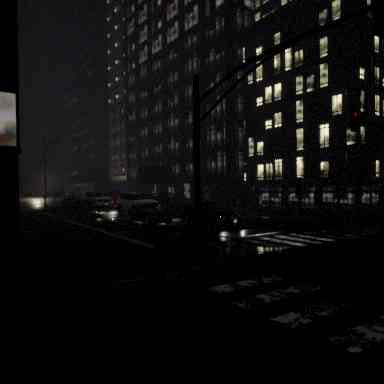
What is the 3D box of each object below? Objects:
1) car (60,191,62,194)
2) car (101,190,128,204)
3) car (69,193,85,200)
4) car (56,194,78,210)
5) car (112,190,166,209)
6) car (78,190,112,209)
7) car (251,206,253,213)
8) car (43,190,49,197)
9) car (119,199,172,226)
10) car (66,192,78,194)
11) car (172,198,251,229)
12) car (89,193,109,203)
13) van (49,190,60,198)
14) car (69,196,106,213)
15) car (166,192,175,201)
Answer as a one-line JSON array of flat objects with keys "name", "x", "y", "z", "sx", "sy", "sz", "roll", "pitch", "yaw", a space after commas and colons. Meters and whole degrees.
[{"name": "car", "x": -26.049, "y": 0.733, "z": 70.705, "sx": 1.967, "sy": 1.590, "sz": 4.097, "roll": -1, "pitch": 1, "yaw": -35}, {"name": "car", "x": -12.021, "y": 0.733, "z": 51.035, "sx": 2.150, "sy": 2.045, "sz": 5.566, "roll": -1, "pitch": 1, "yaw": -35}, {"name": "car", "x": -22.851, "y": 0.889, "z": 66.058, "sx": 1.887, "sy": 1.381, "sz": 4.507, "roll": -1, "pitch": 1, "yaw": -35}, {"name": "car", "x": -13.741, "y": 1.289, "z": 38.040, "sx": 2.008, "sy": 1.369, "sz": 4.403, "roll": -1, "pitch": 1, "yaw": -35}, {"name": "car", "x": -4.867, "y": 1.021, "z": 29.692, "sx": 2.150, "sy": 2.045, "sz": 5.566, "roll": -1, "pitch": 1, "yaw": -35}, {"name": "car", "x": -10.931, "y": 0.927, "z": 38.526, "sx": 2.150, "sy": 2.045, "sz": 5.566, "roll": -1, "pitch": 1, "yaw": -35}, {"name": "car", "x": 3.080, "y": 1.278, "z": 28.311, "sx": 1.752, "sy": 1.417, "sz": 4.829, "roll": -1, "pitch": 1, "yaw": -35}, {"name": "car", "x": -35.643, "y": 0.688, "z": 84.647, "sx": 2.008, "sy": 1.369, "sz": 4.403, "roll": -1, "pitch": 1, "yaw": -35}, {"name": "car", "x": -2.920, "y": 1.455, "z": 22.366, "sx": 2.008, "sy": 1.369, "sz": 4.403, "roll": -1, "pitch": 1, "yaw": -35}, {"name": "car", "x": -19.322, "y": 1.082, "z": 56.175, "sx": 1.895, "sy": 1.301, "sz": 4.718, "roll": -1, "pitch": 1, "yaw": -35}, {"name": "car", "x": 1.089, "y": 1.382, "z": 21.042, "sx": 2.128, "sy": 1.511, "sz": 4.902, "roll": -1, "pitch": 1, "yaw": -35}, {"name": "car", "x": -15.943, "y": 0.919, "z": 56.800, "sx": 1.882, "sy": 1.535, "sz": 5.008, "roll": -1, "pitch": 1, "yaw": -35}, {"name": "van", "x": -32.445, "y": 0.531, "z": 79.997, "sx": 1.690, "sy": 1.788, "sz": 3.998, "roll": -1, "pitch": 1, "yaw": -35}, {"name": "car", "x": -10.541, "y": 1.354, "z": 33.392, "sx": 1.947, "sy": 1.339, "sz": 4.313, "roll": -1, "pitch": 1, "yaw": -35}, {"name": "car", "x": -3.663, "y": 0.963, "z": 38.173, "sx": 2.192, "sy": 1.841, "sz": 5.009, "roll": -1, "pitch": 1, "yaw": -35}]
